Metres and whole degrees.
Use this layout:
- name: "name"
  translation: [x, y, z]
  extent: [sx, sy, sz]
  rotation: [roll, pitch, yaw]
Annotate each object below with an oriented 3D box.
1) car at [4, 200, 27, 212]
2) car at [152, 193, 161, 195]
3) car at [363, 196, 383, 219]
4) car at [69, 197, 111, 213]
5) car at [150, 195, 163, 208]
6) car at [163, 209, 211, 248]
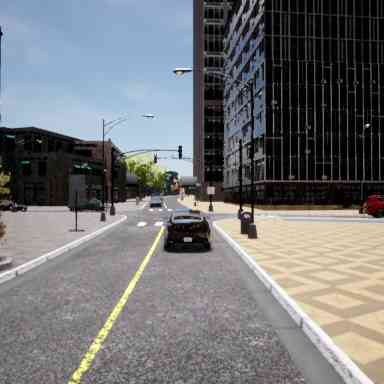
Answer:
- name: "car"
  translation: [-20.555, 1.568, 37.121]
  extent: [4.313, 1.339, 1.947]
  rotation: [0, -1, 18]
- name: "car"
  translation: [-6.566, 1.240, 61.869]
  extent: [2.150, 2.045, 5.566]
  rotation: [0, 0, -5]
- name: "car"
  translation: [15.765, 1.188, 25.206]
  extent: [5.009, 1.841, 2.192]
  rotation: [0, -1, 18]
- name: "car"
  translation: [-11.325, 1.376, 37.352]
  extent: [4.553, 1.767, 2.097]
  rotation: [0, -1, 9]
- name: "car"
  translation: [-5.424, 1.560, 50.145]
  extent: [2.033, 1.411, 5.357]
  rotation: [0, 0, -6]
- name: "car"
  translation: [-0.226, 1.510, 14.698]
  extent: [1.837, 1.490, 4.892]
  rotation: [0, 0, -2]
